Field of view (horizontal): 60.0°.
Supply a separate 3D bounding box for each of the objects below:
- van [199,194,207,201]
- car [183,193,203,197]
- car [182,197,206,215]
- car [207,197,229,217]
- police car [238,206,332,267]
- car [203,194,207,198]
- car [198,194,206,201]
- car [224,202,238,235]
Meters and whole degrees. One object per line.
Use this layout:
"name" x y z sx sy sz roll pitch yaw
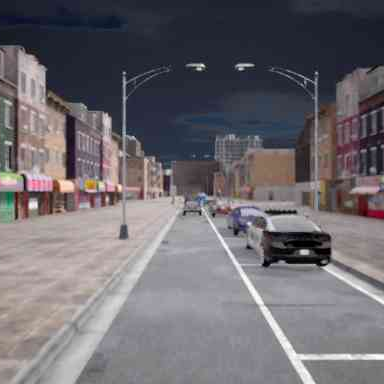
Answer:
"van" 2.636 1.282 79.720 1.690 1.788 3.998 0 0 0
"car" 0.025 1.152 45.268 2.150 2.045 5.566 0 0 0
"car" 0.036 1.488 32.506 2.033 1.411 5.357 0 0 0
"car" 2.638 1.384 29.999 1.967 1.590 4.097 0 0 0
"police car" 3.009 1.402 11.483 1.930 1.638 5.238 0 0 0
"car" 2.637 1.478 52.717 2.008 1.369 4.403 0 0 0
"car" 2.636 1.386 85.195 1.967 1.590 4.097 0 0 0
"car" 3.024 1.490 18.374 1.812 1.442 4.674 0 0 0
